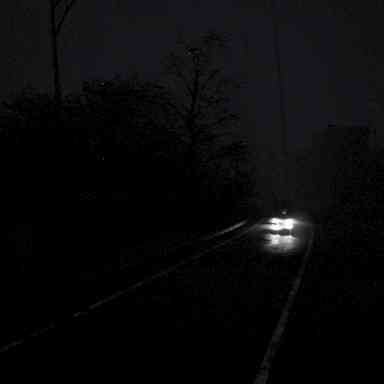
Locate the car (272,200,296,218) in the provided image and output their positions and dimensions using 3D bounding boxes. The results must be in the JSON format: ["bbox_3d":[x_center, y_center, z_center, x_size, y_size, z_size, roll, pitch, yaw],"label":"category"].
[{"bbox_3d":[8.398,1.511,30.469,2.128,1.511,4.902,-1,0,15],"label":"car"}]
